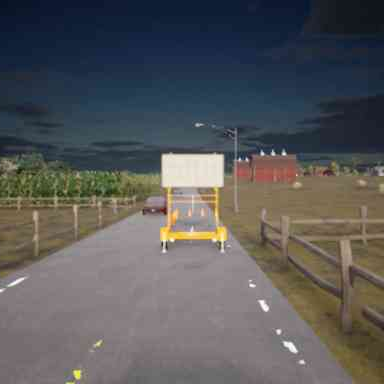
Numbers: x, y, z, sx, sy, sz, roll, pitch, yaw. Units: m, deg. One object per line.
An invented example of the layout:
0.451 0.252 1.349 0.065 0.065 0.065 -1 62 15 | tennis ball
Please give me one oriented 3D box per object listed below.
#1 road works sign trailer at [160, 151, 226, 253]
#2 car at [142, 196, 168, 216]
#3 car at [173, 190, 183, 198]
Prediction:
0.037 0.260 12.735 2.380 3.560 2.880 0 1 -1 | road works sign trailer
-2.851 1.045 27.089 1.882 1.535 5.008 0 1 0 | car
-2.762 0.337 67.752 1.882 1.535 5.008 0 2 0 | car
